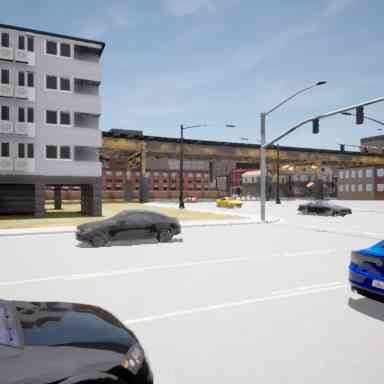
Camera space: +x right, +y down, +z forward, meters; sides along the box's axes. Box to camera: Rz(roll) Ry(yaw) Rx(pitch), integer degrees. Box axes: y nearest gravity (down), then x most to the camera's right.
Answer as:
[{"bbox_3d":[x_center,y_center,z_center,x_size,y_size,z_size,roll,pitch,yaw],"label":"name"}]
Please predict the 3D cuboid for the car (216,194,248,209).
[{"bbox_3d":[5.236,1.476,46.556,1.882,1.535,5.008,0,0,-25],"label":"car"}]

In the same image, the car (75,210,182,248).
[{"bbox_3d":[-2.711,1.525,14.782,4.674,1.442,1.812,0,0,-26],"label":"car"}]

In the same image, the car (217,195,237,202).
[{"bbox_3d":[8.275,1.537,78.703,2.033,1.411,5.357,0,0,40],"label":"car"}]

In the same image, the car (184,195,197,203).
[{"bbox_3d":[-0.303,1.349,66.439,2.097,1.767,4.553,0,0,6],"label":"car"}]

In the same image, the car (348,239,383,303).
[{"bbox_3d":[5.547,1.477,6.898,5.008,1.535,1.882,0,0,-25],"label":"car"}]

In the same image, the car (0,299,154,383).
[{"bbox_3d":[-2.432,1.564,2.747,4.181,1.385,1.994,0,0,-32],"label":"car"}]

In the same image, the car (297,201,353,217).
[{"bbox_3d":[12.398,1.546,31.490,2.033,1.411,5.357,0,0,-25],"label":"car"}]
